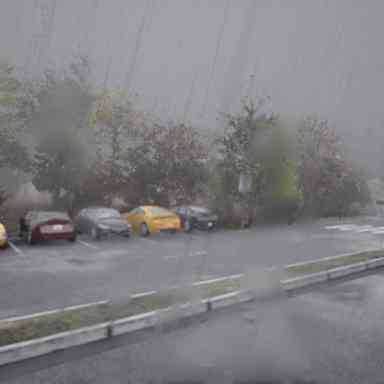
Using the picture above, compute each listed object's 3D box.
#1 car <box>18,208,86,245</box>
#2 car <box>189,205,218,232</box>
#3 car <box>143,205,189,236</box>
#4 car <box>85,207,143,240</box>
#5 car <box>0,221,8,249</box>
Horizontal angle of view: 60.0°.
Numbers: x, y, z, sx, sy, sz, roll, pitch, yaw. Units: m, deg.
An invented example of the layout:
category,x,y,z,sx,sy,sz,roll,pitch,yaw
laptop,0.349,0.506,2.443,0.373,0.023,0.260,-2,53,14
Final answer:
category,x,y,z,sx,sy,sz,roll,pitch,yaw
car,-7.114,1.577,16.200,2.163,1.488,4.792,0,0,-35
car,-0.367,1.575,20.962,2.231,1.521,4.892,0,0,-35
car,-2.611,1.567,19.365,2.097,1.535,5.008,0,0,-35
car,-4.861,1.558,17.777,2.231,1.521,4.892,0,0,-35
car,-9.238,1.528,14.423,1.946,1.575,5.366,0,0,-35
